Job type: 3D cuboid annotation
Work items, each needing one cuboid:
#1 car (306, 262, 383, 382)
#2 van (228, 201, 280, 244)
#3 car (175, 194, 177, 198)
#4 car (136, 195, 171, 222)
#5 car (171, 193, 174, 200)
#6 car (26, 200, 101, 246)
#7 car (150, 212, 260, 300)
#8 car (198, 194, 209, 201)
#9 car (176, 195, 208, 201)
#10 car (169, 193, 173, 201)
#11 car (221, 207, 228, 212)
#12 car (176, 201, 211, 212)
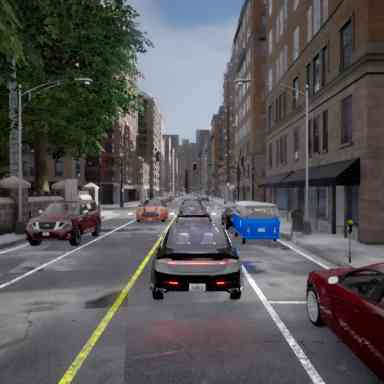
[{"bbox_3d":[2.853,1.544,4.149,1.887,1.381,4.507,0,0,0],"label":"car"},{"bbox_3d":[2.849,1.336,15.469,1.690,1.788,3.998,0,0,0],"label":"van"},{"bbox_3d":[-5.701,1.495,86.369,2.008,1.369,4.403,0,0,0],"label":"car"},{"bbox_3d":[-3.010,1.340,25.949,2.097,1.767,4.553,0,0,0],"label":"car"},{"bbox_3d":[-5.697,1.490,75.468,1.887,1.381,4.507,0,0,0],"label":"car"},{"bbox_3d":[-5.676,1.310,15.426,2.192,1.841,5.009,0,0,0],"label":"car"},{"bbox_3d":[0.097,1.490,8.370,2.128,1.511,4.902,0,0,0],"label":"car"},{"bbox_3d":[2.827,1.386,75.506,1.967,1.590,4.097,0,0,0],"label":"car"},{"bbox_3d":[-0.011,1.338,27.486,2.097,1.767,4.553,0,0,0],"label":"car"},{"bbox_3d":[-5.695,1.492,70.017,1.887,1.381,4.507,0,0,0],"label":"car"},{"bbox_3d":[2.848,1.557,21.130,1.947,1.339,4.313,0,0,0],"label":"car"},{"bbox_3d":[0.092,1.485,18.309,2.128,1.511,4.902,0,0,0],"label":"car"}]
